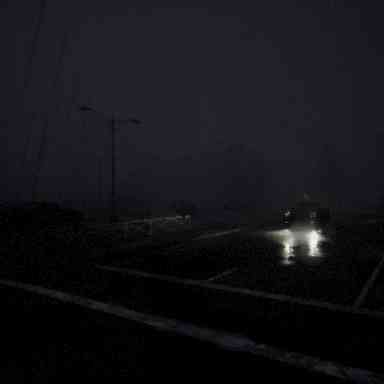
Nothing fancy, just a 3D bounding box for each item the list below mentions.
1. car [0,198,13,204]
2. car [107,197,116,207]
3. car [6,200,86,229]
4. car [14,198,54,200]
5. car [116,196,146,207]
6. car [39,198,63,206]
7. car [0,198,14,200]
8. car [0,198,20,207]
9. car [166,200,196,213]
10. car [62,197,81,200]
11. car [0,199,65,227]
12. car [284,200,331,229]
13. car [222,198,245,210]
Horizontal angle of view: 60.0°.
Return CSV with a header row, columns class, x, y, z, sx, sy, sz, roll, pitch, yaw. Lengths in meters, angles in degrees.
class,x,y,z,sx,sy,sz,roll,pitch,yaw
car,-46.028,2.237,80.424,1.812,1.442,4.674,-1,0,35
car,-12.292,1.536,55.782,1.905,1.878,3.866,-1,0,35
car,-9.534,1.564,22.343,2.007,1.523,4.514,-1,0,35
car,-17.400,1.707,37.198,1.845,1.501,3.633,-1,0,35
car,-9.679,1.525,54.447,1.932,1.855,4.605,-1,0,35
car,-28.188,1.900,66.573,1.970,1.475,3.806,-1,0,35
car,-25.548,1.794,42.984,2.007,1.523,4.514,-1,0,35
car,-35.239,2.005,62.916,2.007,1.523,4.514,-1,0,35
car,-1.267,1.642,39.285,1.970,1.475,3.806,-1,0,35
car,-22.754,1.752,63.145,2.152,1.636,5.027,-1,0,35
car,-12.130,1.589,24.105,2.152,1.636,5.027,-1,0,35
car,7.894,1.423,22.603,2.097,1.767,4.553,-1,0,35
car,5.441,1.599,43.639,1.845,1.501,3.633,-1,0,35
